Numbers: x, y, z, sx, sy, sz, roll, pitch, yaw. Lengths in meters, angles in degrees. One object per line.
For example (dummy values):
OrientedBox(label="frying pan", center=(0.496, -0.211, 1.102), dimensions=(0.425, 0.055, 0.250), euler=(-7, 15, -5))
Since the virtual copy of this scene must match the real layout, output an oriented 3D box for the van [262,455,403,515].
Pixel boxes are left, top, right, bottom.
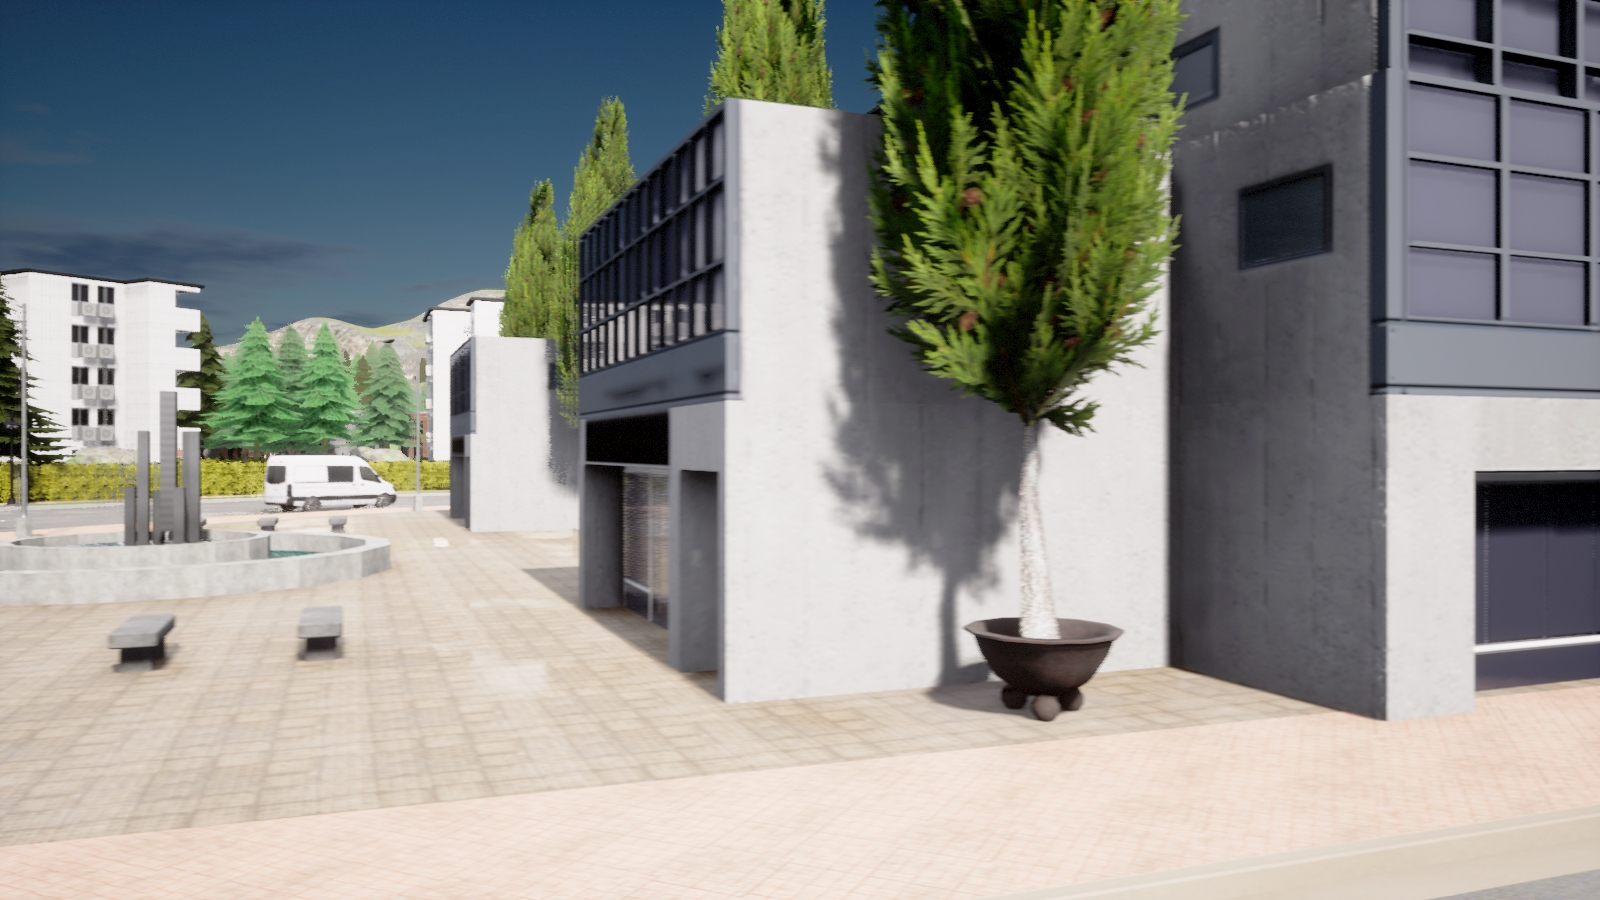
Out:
OrientedBox(label="van", center=(-21.469, 1.534, 52.717), dimensions=(1.988, 2.561, 5.915), euler=(-1, 0, 34))
